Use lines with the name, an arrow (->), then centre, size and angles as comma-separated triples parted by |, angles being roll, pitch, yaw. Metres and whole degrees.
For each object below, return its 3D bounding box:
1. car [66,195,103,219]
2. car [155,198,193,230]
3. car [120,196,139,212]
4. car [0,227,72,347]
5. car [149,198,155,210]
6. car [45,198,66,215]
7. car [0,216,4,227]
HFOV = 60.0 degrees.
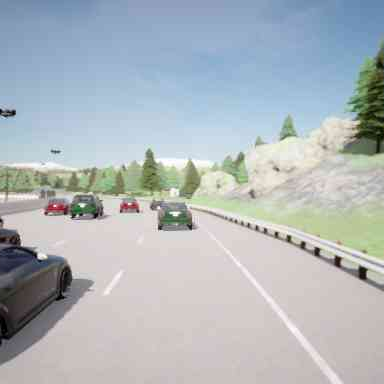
car -> -9.218, 1.241, 29.475 | 2.150, 2.045, 5.566 | 0, 0, -8
car -> -1.187, 1.355, 21.550 | 2.097, 1.767, 4.553 | 0, 0, -6
car -> -7.243, 1.367, 38.565 | 2.097, 1.767, 4.553 | 0, 0, -10
car -> -3.593, 1.571, 5.697 | 1.994, 1.385, 4.181 | 0, 0, -2
car -> -4.349, 1.501, 41.983 | 2.128, 1.511, 4.902 | 0, 0, -11
car -> -13.557, 1.380, 34.227 | 2.097, 1.767, 4.553 | 0, 0, -10
car -> -7.323, 1.579, 10.757 | 1.994, 1.385, 4.181 | 0, 0, -3
